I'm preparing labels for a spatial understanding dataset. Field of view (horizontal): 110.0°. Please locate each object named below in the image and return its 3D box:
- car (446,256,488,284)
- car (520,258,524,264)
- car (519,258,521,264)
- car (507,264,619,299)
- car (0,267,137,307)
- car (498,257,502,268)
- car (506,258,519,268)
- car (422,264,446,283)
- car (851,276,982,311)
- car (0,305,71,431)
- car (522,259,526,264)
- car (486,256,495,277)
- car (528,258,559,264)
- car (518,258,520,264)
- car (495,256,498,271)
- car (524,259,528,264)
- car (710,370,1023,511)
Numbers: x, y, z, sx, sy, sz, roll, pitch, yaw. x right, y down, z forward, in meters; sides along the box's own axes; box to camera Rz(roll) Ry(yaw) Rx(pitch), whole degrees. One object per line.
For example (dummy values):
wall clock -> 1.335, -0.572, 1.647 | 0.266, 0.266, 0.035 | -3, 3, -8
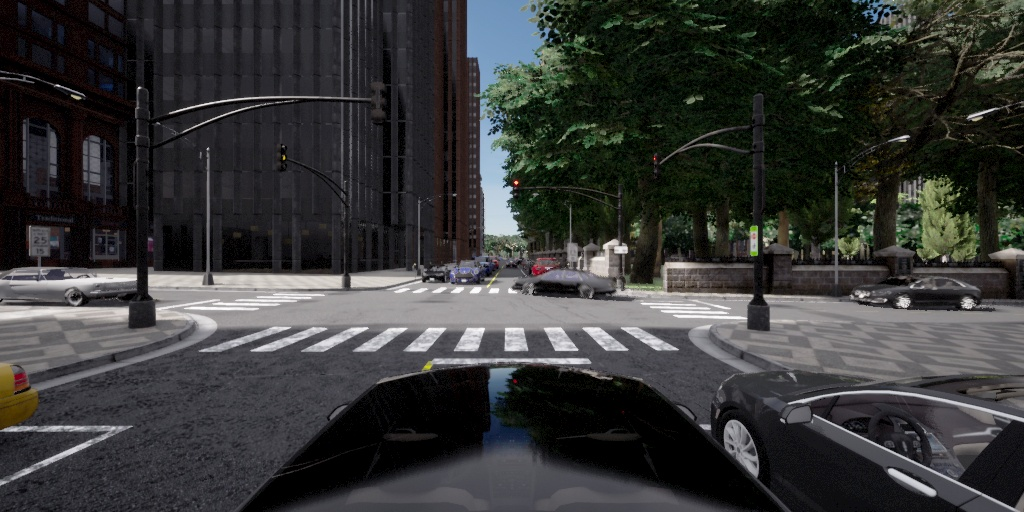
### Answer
car -> -3.251, 1.112, 26.807 | 2.097, 1.767, 4.553 | 0, 0, 1
car -> 2.593, 1.336, 50.235 | 2.007, 1.370, 4.403 | 0, 0, 0
car -> 2.574, 1.231, 55.692 | 1.967, 1.591, 4.097 | 0, 0, 0
car -> 2.720, 1.359, 18.529 | 5.357, 1.411, 2.033 | 1, 1, 22
car -> -16.480, 1.069, 13.109 | 4.718, 1.301, 1.895 | 1, 0, -1
car -> -3.248, 1.015, 57.256 | 2.150, 2.045, 5.566 | 0, 0, 0
car -> -0.108, 1.399, 61.477 | 1.895, 1.301, 4.718 | 0, 0, 0
car -> -5.855, 1.327, 28.370 | 1.948, 1.339, 4.313 | 0, 0, 0
car -> 18.619, 1.661, 16.627 | 4.892, 1.490, 1.837 | 1, 0, -1
car -> -5.760, 1.275, 1.536 | 1.751, 1.417, 4.829 | 0, 0, 0
car -> 2.613, 1.329, 44.778 | 2.007, 1.370, 4.403 | 0, 0, 0
car -> -3.217, 0.991, 36.567 | 2.150, 2.045, 5.566 | 0, 0, 0
car -> 2.670, 1.076, 28.410 | 2.192, 1.841, 5.009 | 0, 0, 0
car -> 2.555, 1.237, 61.148 | 1.967, 1.591, 4.097 | 0, 0, 0
car -> -3.248, 1.133, 46.749 | 2.097, 1.767, 4.553 | 0, 0, 0
car -> 2.632, 1.338, 39.322 | 1.948, 1.339, 4.313 | 0, 0, 0
car -> 2.764, 1.300, 1.745 | 2.007, 1.370, 4.403 | 0, 0, 0
